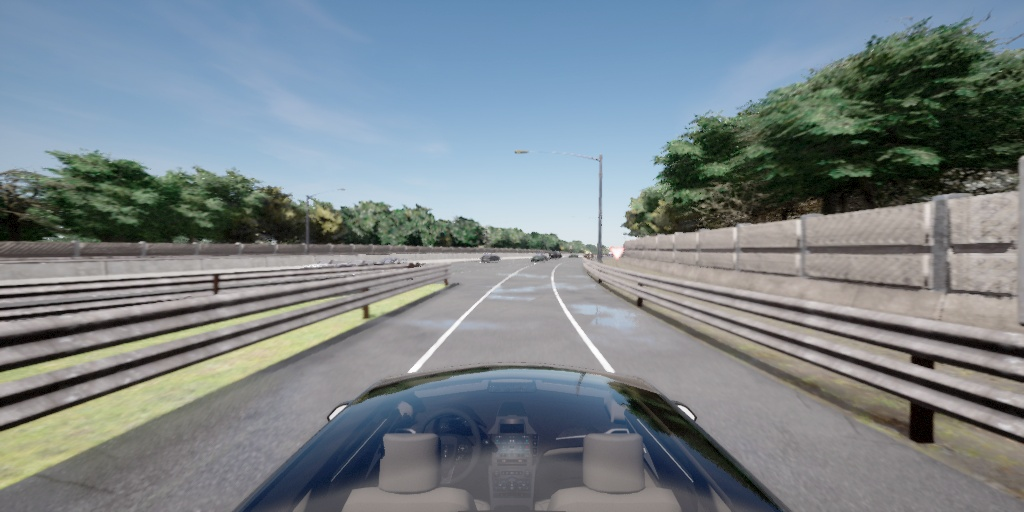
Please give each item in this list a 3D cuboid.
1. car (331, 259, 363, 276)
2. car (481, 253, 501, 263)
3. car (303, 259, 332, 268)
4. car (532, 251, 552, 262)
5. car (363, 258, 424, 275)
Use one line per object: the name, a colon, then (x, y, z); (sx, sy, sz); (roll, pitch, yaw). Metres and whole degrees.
car: (-12.134, 0.954, 29.783); (1.895, 1.301, 4.718); (1, 1, 22)
car: (-3.469, 0.314, 59.947); (2.128, 1.511, 4.902); (1, 1, 22)
car: (-15.369, 0.925, 31.118); (1.895, 1.301, 4.718); (1, 1, 22)
car: (4.891, 0.295, 61.847); (1.994, 1.385, 4.181); (1, 1, 22)
car: (-8.906, 0.875, 28.425); (2.128, 1.511, 4.902); (1, 1, 22)
